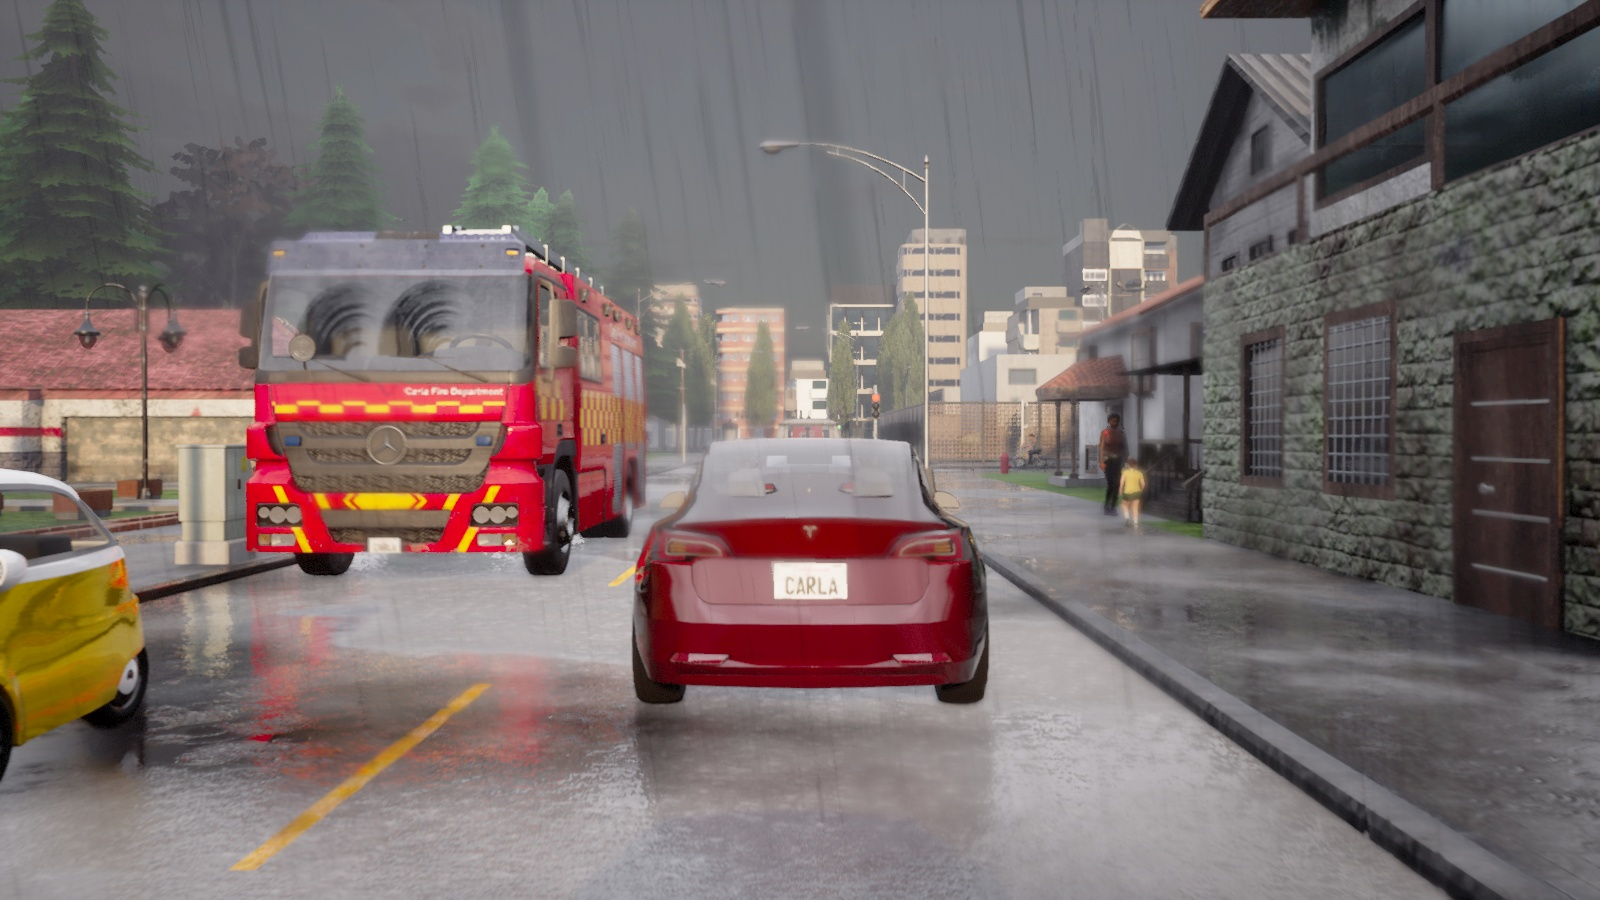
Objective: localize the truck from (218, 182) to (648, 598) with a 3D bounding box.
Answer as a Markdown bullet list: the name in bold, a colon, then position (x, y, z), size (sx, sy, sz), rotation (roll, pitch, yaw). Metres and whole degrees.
- **truck**: position (-3.893, -0.594, 15.805), size (2.891, 3.827, 8.468), rotation (0, 1, 0)

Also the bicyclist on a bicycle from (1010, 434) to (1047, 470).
- **bicyclist on a bicycle**: position (10.379, 0.072, 56.995), size (1.509, 1.612, 0.866), rotation (0, 1, 0)

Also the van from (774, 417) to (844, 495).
- **van**: position (0.220, 0.128, 34.176), size (1.775, 1.987, 4.442), rotation (0, 1, 0)

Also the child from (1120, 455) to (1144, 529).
- **child**: position (5.061, 0.631, 19.152), size (0.255, 1.110, 0.394), rotation (0, 1, 0)

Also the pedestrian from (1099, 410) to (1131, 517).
- **pedestrian**: position (5.420, 0.225, 21.620), size (0.328, 1.805, 0.869), rotation (0, 1, 0)

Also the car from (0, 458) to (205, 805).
- **car**: position (-3.952, 0.736, 5.659), size (1.481, 1.376, 2.207), rotation (0, 0, 0)

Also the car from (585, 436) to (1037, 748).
- **car**: position (0.064, 0.654, 8.405), size (2.163, 1.488, 4.792), rotation (0, 1, 0)
